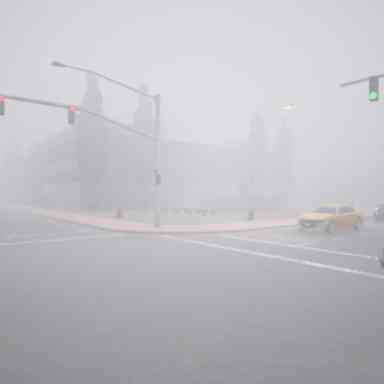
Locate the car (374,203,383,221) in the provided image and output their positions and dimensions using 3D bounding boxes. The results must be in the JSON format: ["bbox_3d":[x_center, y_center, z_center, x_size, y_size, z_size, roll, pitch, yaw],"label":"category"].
[{"bbox_3d":[15.958,1.351,26.023,4.553,1.767,2.097,0,0,-44],"label":"car"}]

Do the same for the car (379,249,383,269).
[{"bbox_3d":[7.289,1.547,9.463,5.357,1.411,2.033,0,0,-39],"label":"car"}]

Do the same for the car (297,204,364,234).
[{"bbox_3d":[8.130,1.476,19.388,5.008,1.535,1.882,0,0,-39],"label":"car"}]
